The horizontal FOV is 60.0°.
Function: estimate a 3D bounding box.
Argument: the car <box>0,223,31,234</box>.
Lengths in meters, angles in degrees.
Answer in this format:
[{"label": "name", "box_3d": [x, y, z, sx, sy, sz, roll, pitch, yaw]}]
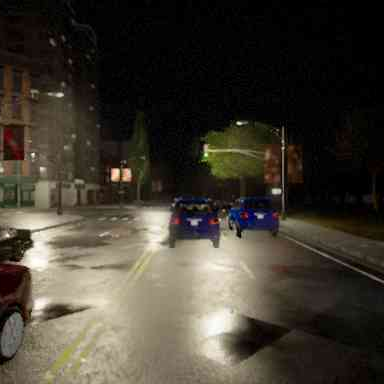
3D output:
[{"label": "car", "box_3d": [-6.597, 1.598, 9.670, 2.033, 1.411, 5.357, 0, 0, 0]}]

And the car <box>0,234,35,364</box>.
[{"label": "car", "box_3d": [-3.350, 1.494, 3.048, 1.882, 1.535, 5.008, 0, 0, 0]}]

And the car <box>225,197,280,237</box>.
[{"label": "car", "box_3d": [3.353, 1.320, 18.929, 2.150, 2.045, 5.566, 0, 0, 0]}]

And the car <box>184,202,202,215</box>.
[{"label": "car", "box_3d": [0.101, 1.790, 36.880, 1.895, 1.301, 4.718, 0, 0, 0]}]

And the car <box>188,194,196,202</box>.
[{"label": "car", "box_3d": [0.003, 1.706, 90.958, 2.150, 2.045, 5.566, 0, 0, 0]}]

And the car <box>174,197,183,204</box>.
[{"label": "car", "box_3d": [-3.248, 1.884, 78.454, 1.882, 1.535, 5.008, 0, 0, 0]}]

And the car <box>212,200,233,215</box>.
[{"label": "car", "box_3d": [3.350, 1.696, 37.446, 1.837, 1.490, 4.892, 0, 0, 0]}]

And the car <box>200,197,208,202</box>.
[{"label": "car", "box_3d": [3.253, 2.019, 91.308, 1.812, 1.442, 4.674, 0, 0, 0]}]

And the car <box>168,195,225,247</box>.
[{"label": "car", "box_3d": [0.098, 1.305, 15.637, 2.150, 2.045, 5.566, 0, 0, 0]}]

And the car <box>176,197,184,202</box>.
[{"label": "car", "box_3d": [-3.248, 2.020, 94.066, 2.033, 1.411, 5.357, 0, 0, 0]}]
